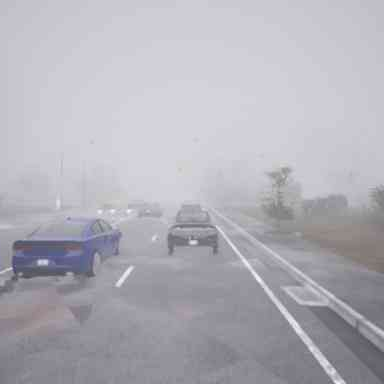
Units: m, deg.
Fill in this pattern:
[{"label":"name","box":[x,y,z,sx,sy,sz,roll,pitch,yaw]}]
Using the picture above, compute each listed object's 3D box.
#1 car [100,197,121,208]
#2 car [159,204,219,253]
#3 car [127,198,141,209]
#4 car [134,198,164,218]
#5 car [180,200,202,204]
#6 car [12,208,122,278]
[{"label":"car","box":[-10.806,1.463,44.380,1.882,1.535,5.008,0,0,0]},{"label":"car","box":[0.028,1.477,13.555,2.128,1.511,4.902,0,0,0]},{"label":"car","box":[-7.306,1.512,44.407,2.033,1.411,5.357,0,0,0]},{"label":"car","box":[-3.590,1.535,29.532,1.994,1.385,4.181,0,0,0]},{"label":"car","box":[-0.097,1.447,30.373,1.882,1.535,5.008,0,0,0]},{"label":"car","box":[-3.451,1.468,10.144,1.882,1.535,5.008,0,0,0]}]
